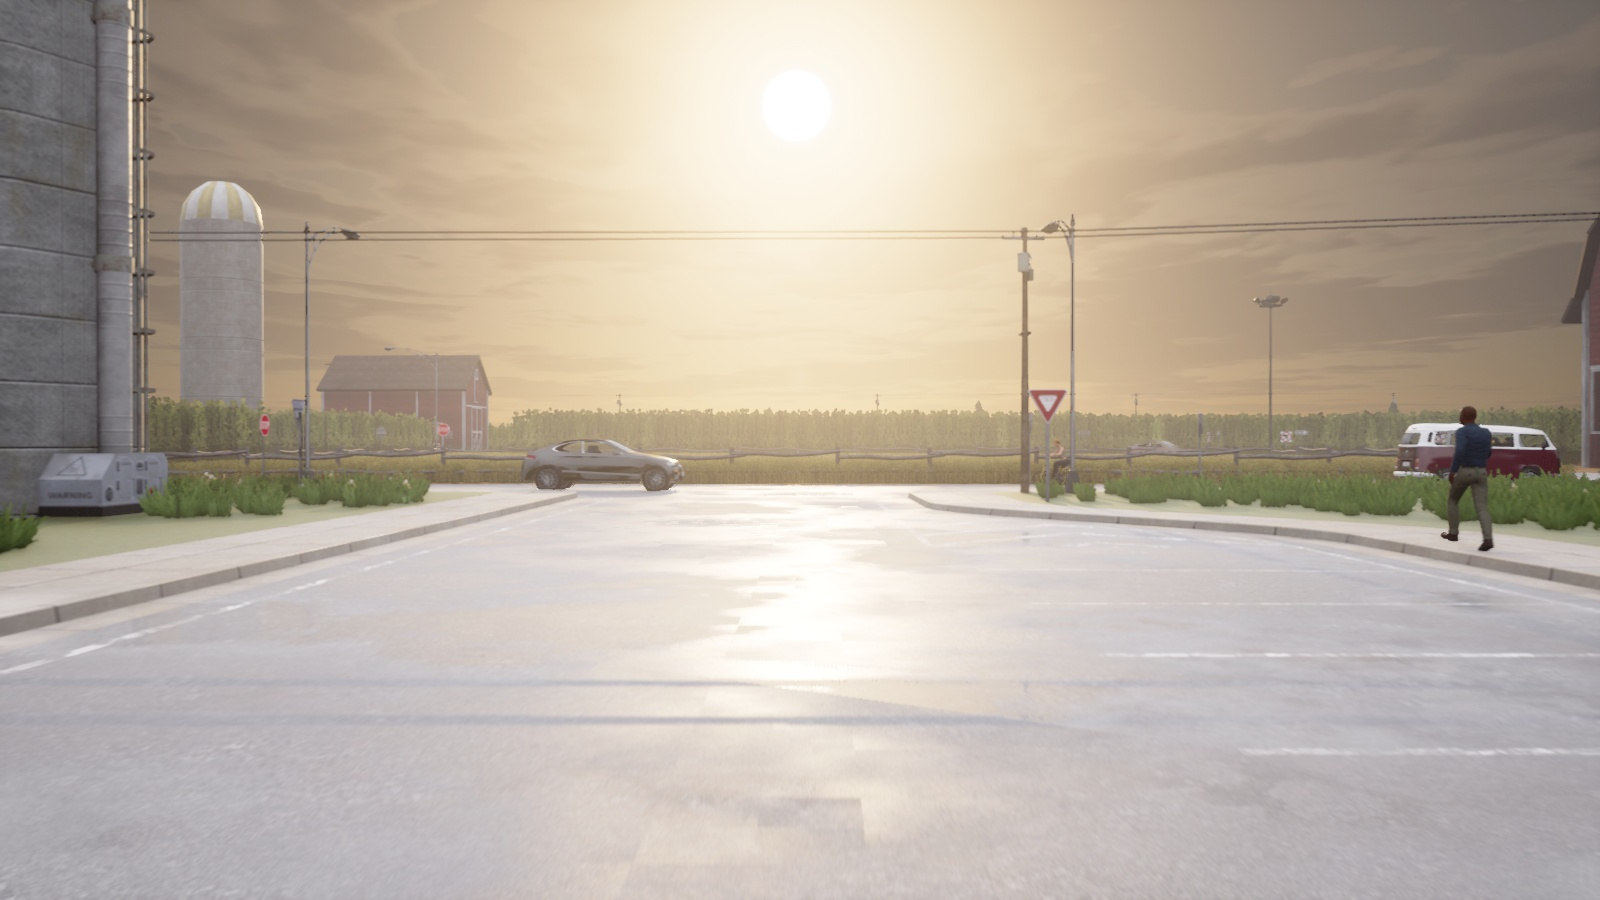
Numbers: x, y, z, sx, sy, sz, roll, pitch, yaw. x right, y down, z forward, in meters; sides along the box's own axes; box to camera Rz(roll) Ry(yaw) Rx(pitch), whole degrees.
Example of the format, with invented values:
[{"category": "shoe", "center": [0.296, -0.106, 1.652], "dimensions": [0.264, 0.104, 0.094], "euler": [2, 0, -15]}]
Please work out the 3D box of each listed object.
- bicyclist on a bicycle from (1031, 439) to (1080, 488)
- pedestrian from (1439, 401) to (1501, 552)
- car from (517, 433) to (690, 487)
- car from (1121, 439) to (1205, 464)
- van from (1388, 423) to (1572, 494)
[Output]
[{"category": "bicyclist on a bicycle", "center": [8.629, 0.451, 42.437], "dimensions": [1.509, 1.612, 0.866], "euler": [0, 0, 1]}, {"category": "pedestrian", "center": [8.350, 0.320, 15.662], "dimensions": [0.370, 1.835, 0.726], "euler": [0, 0, -1]}, {"category": "car", "center": [-6.079, 0.300, 39.244], "dimensions": [5.027, 1.651, 2.152], "euler": [0, 0, 1]}, {"category": "car", "center": [24.424, 0.068, 84.542], "dimensions": [5.027, 1.651, 2.152], "euler": [0, 0, 41]}, {"category": "van", "center": [20.886, 0.259, 38.722], "dimensions": [4.480, 2.038, 2.069], "euler": [1, 0, 1]}]
